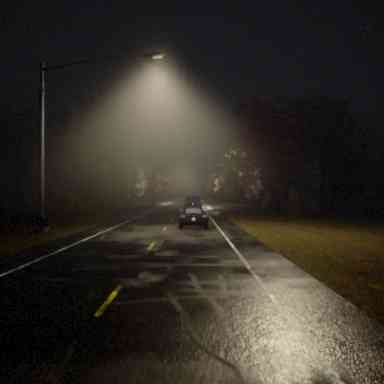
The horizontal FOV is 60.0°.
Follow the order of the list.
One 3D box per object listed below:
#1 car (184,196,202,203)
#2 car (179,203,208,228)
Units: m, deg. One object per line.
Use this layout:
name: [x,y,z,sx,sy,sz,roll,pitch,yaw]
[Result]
car: [0.099,1.467,43.410,2.150,2.045,5.566,0,0,0]
car: [0.101,1.695,23.276,1.994,1.385,4.181,0,0,0]
